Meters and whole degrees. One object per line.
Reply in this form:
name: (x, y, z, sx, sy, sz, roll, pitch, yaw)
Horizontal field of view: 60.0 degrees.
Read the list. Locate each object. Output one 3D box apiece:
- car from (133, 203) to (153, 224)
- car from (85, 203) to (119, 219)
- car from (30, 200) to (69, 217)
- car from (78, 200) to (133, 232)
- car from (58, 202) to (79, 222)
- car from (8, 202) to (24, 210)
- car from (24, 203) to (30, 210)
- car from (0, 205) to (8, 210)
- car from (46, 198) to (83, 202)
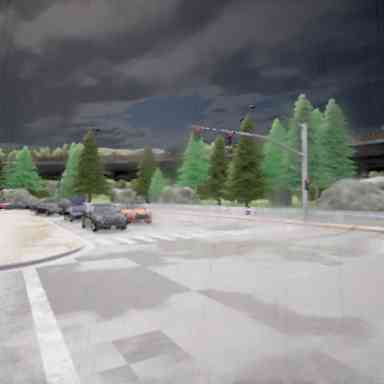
car: (-4.928, 1.679, 27.641, 2.097, 1.767, 4.553, 0, -1, -30)
car: (-9.659, 1.943, 35.463, 2.128, 1.511, 4.902, 0, -1, -34)
car: (-16.652, 2.038, 38.846, 4.892, 1.490, 1.837, -1, -1, 43)
car: (-5.920, 1.618, 22.359, 2.097, 1.767, 4.553, 0, -1, -30)
car: (-10.575, 1.943, 30.608, 2.033, 1.411, 5.357, 0, -1, -30)
car: (-29.664, 2.388, 56.256, 4.181, 1.385, 1.994, 0, -1, 3)
car: (-22.587, 2.207, 50.764, 4.902, 1.511, 2.128, -1, -1, 21)
car: (-32.575, 2.398, 52.831, 4.718, 1.301, 1.895, 0, -1, 1)
car: (-17.387, 1.821, 43.977, 5.566, 2.045, 2.150, -1, -1, 35)
